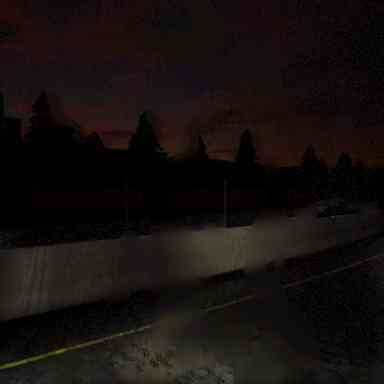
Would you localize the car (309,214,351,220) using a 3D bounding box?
[{"bbox_3d":[9.570,1.601,22.421,1.895,1.301,4.718,0,0,43],"label":"car"}]
